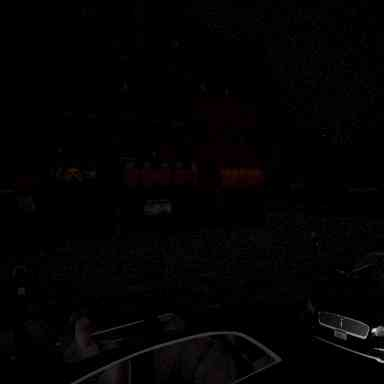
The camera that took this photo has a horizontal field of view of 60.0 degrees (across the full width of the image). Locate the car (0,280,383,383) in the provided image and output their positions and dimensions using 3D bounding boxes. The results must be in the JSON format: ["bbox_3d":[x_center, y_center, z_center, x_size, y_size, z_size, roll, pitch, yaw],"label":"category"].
[{"bbox_3d":[-0.805,1.550,2.261,4.403,1.369,2.008,0,-2,-36],"label":"car"}]

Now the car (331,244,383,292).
[{"bbox_3d":[3.628,1.548,5.430,4.403,1.369,2.008,0,-2,-36],"label":"car"}]
